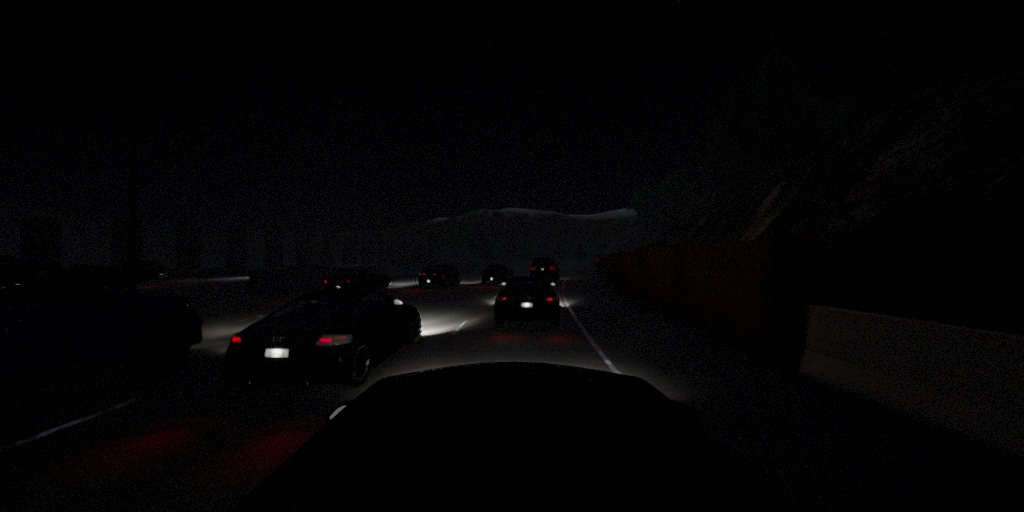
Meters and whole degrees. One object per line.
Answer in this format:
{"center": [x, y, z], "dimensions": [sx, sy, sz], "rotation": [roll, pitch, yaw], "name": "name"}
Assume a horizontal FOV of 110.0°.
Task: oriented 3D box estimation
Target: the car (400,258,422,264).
{"center": [-16.357, 1.512, 59.479], "dimensions": [1.837, 1.490, 4.892], "rotation": [0, 1, 13], "name": "car"}

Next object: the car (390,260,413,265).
{"center": [-15.423, 1.533, 47.513], "dimensions": [1.895, 1.301, 4.718], "rotation": [0, 0, 12], "name": "car"}

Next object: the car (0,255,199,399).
{"center": [-6.825, 0.964, 4.207], "dimensions": [2.150, 2.045, 5.566], "rotation": [0, 0, 1], "name": "car"}

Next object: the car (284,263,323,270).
{"center": [-23.831, 1.475, 41.337], "dimensions": [1.895, 1.301, 4.718], "rotation": [0, 0, 12], "name": "car"}

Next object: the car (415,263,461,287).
{"center": [-5.054, 1.361, 25.518], "dimensions": [1.837, 1.490, 4.892], "rotation": [0, 0, 8], "name": "car"}

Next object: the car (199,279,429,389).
{"center": [-3.220, 1.331, 7.009], "dimensions": [1.994, 1.385, 4.181], "rotation": [0, 0, 2], "name": "car"}

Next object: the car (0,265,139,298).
{"center": [-23.662, 1.270, 19.288], "dimensions": [1.837, 1.490, 4.892], "rotation": [0, -1, 6], "name": "car"}

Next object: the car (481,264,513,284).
{"center": [-1.087, 1.387, 28.257], "dimensions": [1.837, 1.490, 4.892], "rotation": [0, 0, 9], "name": "car"}

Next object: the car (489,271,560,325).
{"center": [0.549, 1.369, 12.178], "dimensions": [1.994, 1.385, 4.181], "rotation": [0, 0, 4], "name": "car"}

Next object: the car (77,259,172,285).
{"center": [-29.676, 1.138, 27.702], "dimensions": [2.097, 1.767, 4.553], "rotation": [0, 0, 8], "name": "car"}

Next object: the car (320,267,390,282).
{"center": [-9.135, 1.422, 21.529], "dimensions": [1.895, 1.301, 4.718], "rotation": [0, 0, 6], "name": "car"}

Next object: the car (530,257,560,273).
{"center": [2.861, 1.129, 30.724], "dimensions": [2.150, 2.045, 5.566], "rotation": [0, 0, 10], "name": "car"}
